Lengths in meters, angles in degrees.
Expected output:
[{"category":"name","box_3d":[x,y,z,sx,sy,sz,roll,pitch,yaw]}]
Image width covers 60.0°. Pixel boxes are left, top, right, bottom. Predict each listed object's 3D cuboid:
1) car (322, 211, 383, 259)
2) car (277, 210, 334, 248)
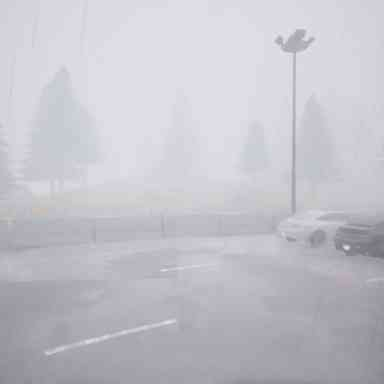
[{"category":"car","box_3d":[7.143,1.471,11.275,4.892,1.490,1.837,-1,0,-20]},{"category":"car","box_3d":[5.982,1.515,14.573,4.674,1.442,1.812,0,0,-19]}]
